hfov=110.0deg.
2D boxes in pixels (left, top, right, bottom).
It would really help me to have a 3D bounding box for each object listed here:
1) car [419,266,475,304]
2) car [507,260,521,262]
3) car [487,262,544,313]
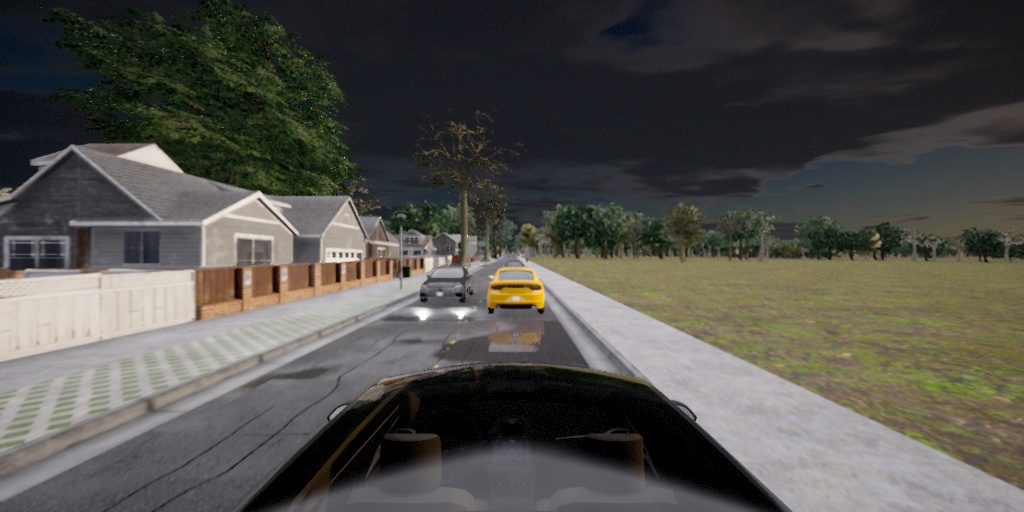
[{"bbox_3d":[-2.731,1.178,15.996,1.812,1.442,4.674,0,0,1],"label":"car"},{"bbox_3d":[0.192,1.094,31.500,2.033,1.411,5.357,0,0,0],"label":"car"},{"bbox_3d":[0.135,1.148,13.600,1.882,1.535,5.008,0,0,0],"label":"car"}]
